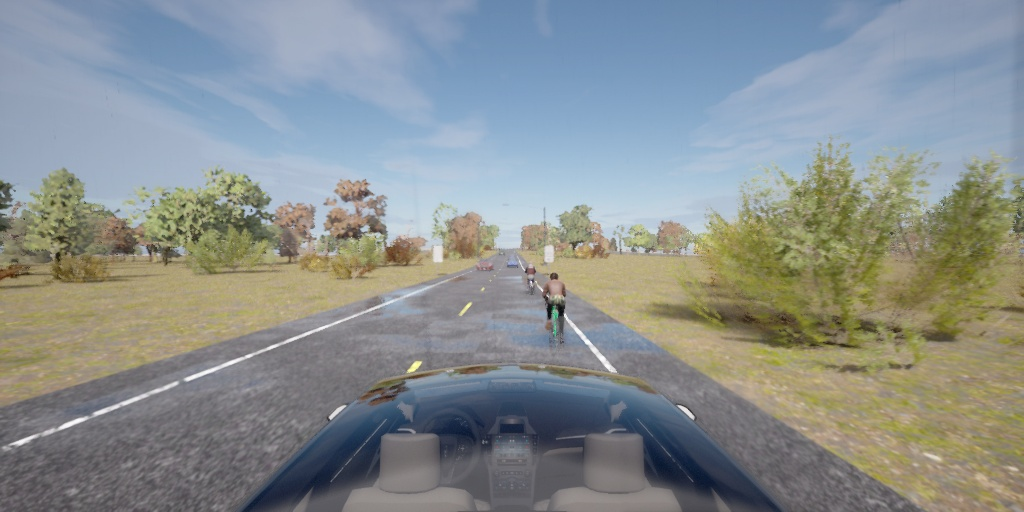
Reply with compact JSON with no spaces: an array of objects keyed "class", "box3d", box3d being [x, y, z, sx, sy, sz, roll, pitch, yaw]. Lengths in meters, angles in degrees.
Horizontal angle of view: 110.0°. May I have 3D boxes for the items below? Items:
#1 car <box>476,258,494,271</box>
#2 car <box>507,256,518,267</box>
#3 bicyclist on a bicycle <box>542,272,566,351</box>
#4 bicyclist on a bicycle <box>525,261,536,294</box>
[{"class":"car","box3d":[-3.582,1.091,47.933,2.097,1.767,4.553,0,0,0]},{"class":"car","box3d":[0.110,1.146,60.763,2.033,1.411,5.357,0,1,0]},{"class":"bicyclist on a bicycle","box3d":[0.964,1.202,8.042,0.582,1.620,1.656,0,0,0]},{"class":"bicyclist on a bicycle","box3d":[0.966,1.119,18.686,0.659,1.776,1.843,0,0,0]}]
